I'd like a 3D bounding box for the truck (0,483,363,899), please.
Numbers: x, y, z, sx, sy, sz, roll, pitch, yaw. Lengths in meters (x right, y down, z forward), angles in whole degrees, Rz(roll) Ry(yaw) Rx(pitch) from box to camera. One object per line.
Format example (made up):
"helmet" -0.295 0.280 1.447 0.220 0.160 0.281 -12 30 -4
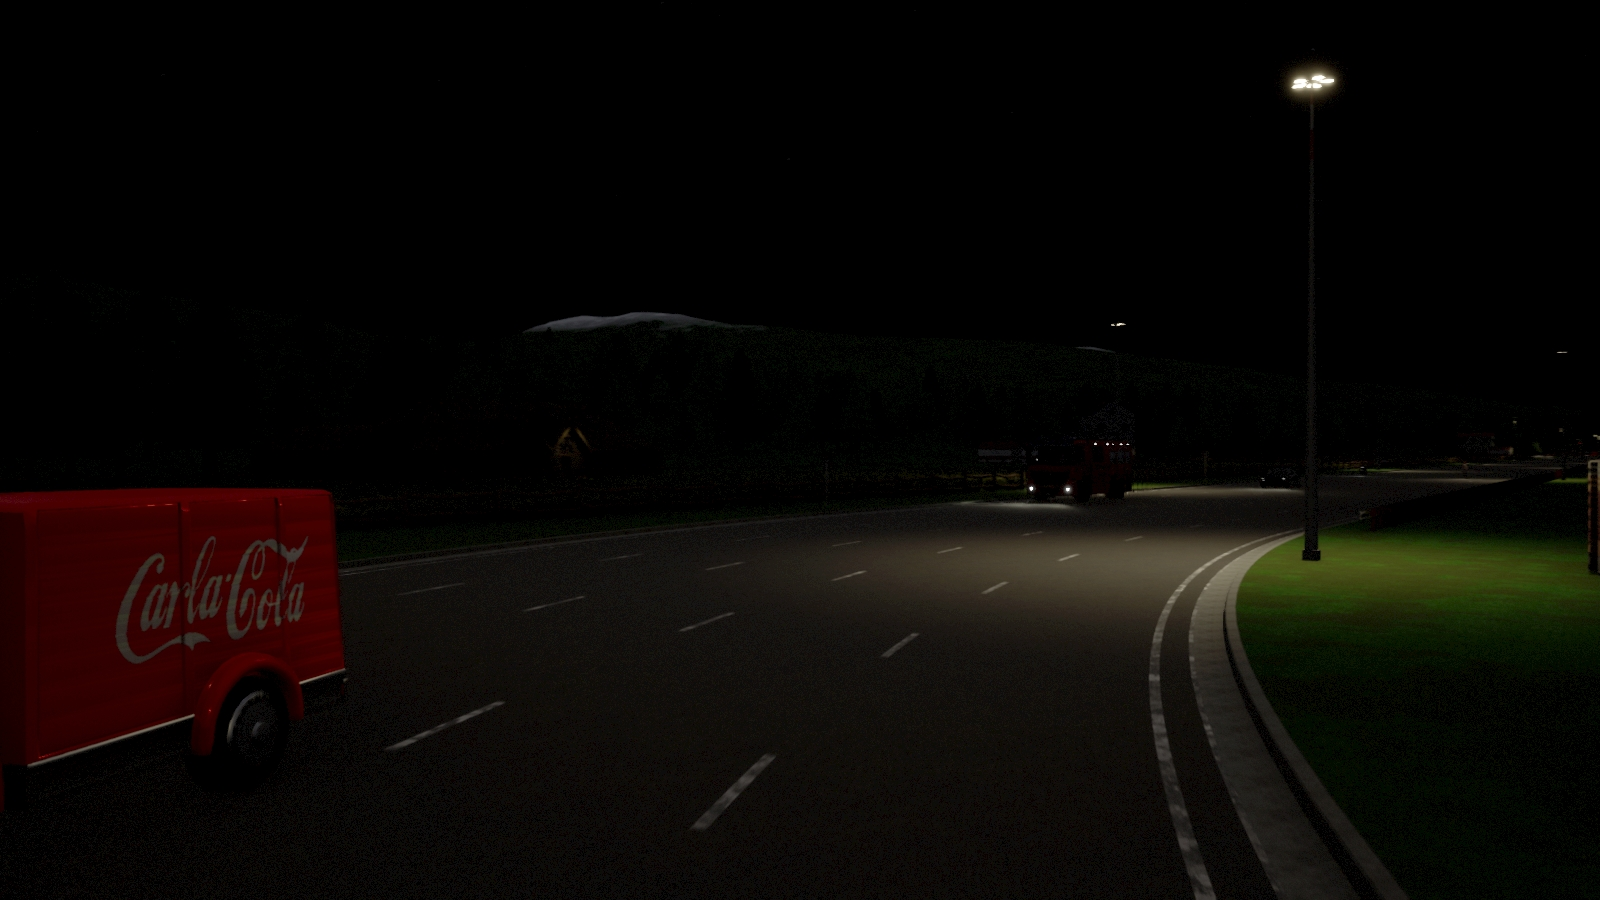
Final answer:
"truck" -5.940 1.561 8.500 2.627 2.467 5.204 0 0 12
